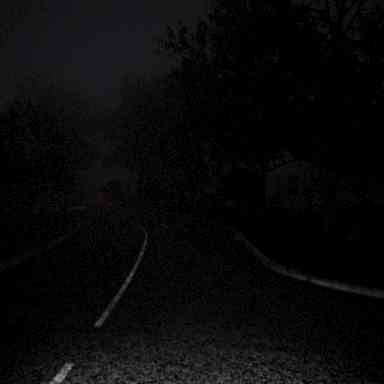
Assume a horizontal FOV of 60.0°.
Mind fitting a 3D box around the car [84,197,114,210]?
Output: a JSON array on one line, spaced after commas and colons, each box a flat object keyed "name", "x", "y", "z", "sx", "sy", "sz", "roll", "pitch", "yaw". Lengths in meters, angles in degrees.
[{"name": "car", "x": -12.124, "y": 1.442, "z": 43.284, "sx": 5.008, "sy": 1.535, "sz": 1.882, "roll": 0, "pitch": 0, "yaw": 42}]
